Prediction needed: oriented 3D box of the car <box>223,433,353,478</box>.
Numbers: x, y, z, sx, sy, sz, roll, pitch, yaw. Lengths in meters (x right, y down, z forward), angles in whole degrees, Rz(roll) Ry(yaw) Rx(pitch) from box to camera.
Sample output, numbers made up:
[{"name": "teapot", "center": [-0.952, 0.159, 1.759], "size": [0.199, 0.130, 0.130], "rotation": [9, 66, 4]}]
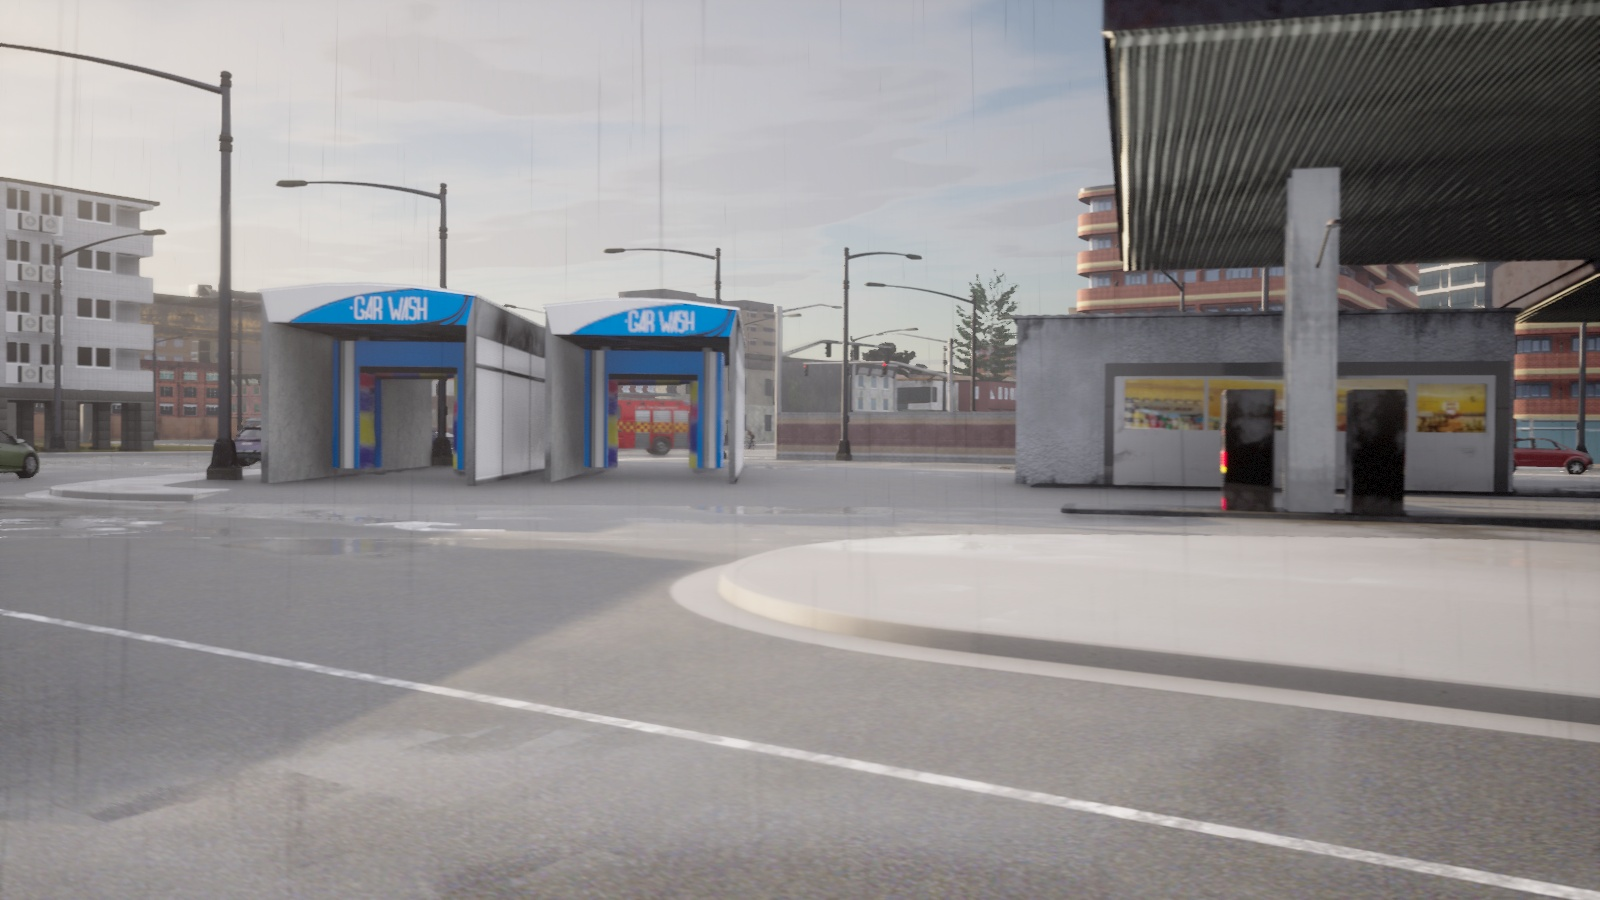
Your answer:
[{"name": "car", "center": [-19.936, 0.172, 49.124], "size": [2.033, 1.649, 4.856], "rotation": [0, 1, 18]}]

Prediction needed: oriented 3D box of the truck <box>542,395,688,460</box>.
[{"name": "truck", "center": [-11.390, -1.404, 77.256], "size": [8.468, 3.827, 2.891], "rotation": [-1, 1, -18]}]

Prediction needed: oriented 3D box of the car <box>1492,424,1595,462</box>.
[{"name": "car", "center": [31.585, -0.302, 53.343], "size": [3.705, 1.549, 1.789], "rotation": [0, 1, 32]}]

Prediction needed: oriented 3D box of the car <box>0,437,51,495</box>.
[{"name": "car", "center": [-22.130, 0.423, 33.421], "size": [2.007, 1.525, 4.514], "rotation": [-1, 1, -6]}]

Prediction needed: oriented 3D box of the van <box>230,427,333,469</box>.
[{"name": "van", "center": [-25.470, -0.129, 61.836], "size": [1.775, 1.987, 4.442], "rotation": [0, 1, 32]}]
